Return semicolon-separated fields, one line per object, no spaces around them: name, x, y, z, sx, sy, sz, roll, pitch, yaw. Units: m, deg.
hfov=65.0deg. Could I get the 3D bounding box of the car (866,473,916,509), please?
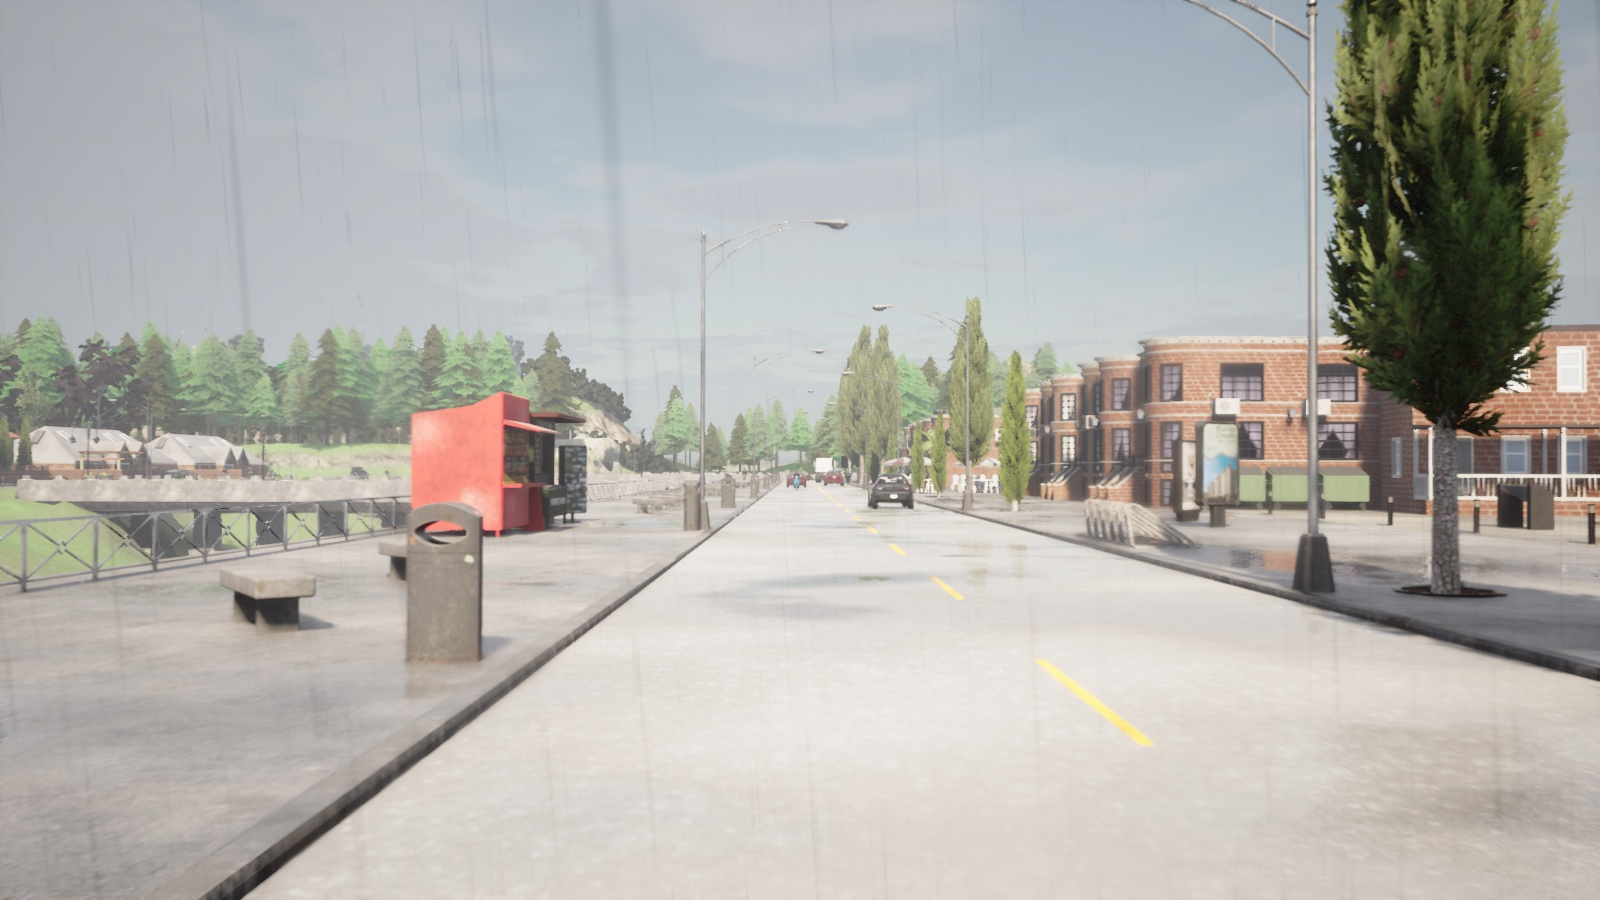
car;3.860;1.715;53.873;1.816;1.474;4.193;0;-1;0
